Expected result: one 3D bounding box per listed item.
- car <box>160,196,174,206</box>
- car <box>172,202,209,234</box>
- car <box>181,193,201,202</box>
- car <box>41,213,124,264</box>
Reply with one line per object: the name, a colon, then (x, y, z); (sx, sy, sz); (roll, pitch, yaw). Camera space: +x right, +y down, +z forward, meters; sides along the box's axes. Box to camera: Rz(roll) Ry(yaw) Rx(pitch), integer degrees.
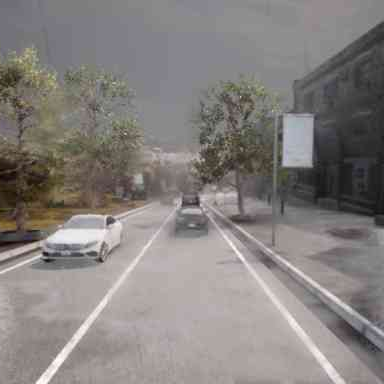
car: (-3.902, 1.428, 53.184); (1.837, 1.490, 4.892); (0, 0, 0)
car: (-0.016, 1.496, 18.905); (1.812, 1.442, 4.674); (0, 0, 0)
car: (-0.150, 1.159, 39.555); (2.150, 2.045, 5.566); (0, 0, 0)
car: (-3.669, 1.514, 11.998); (1.812, 1.442, 4.674); (0, 0, 0)
